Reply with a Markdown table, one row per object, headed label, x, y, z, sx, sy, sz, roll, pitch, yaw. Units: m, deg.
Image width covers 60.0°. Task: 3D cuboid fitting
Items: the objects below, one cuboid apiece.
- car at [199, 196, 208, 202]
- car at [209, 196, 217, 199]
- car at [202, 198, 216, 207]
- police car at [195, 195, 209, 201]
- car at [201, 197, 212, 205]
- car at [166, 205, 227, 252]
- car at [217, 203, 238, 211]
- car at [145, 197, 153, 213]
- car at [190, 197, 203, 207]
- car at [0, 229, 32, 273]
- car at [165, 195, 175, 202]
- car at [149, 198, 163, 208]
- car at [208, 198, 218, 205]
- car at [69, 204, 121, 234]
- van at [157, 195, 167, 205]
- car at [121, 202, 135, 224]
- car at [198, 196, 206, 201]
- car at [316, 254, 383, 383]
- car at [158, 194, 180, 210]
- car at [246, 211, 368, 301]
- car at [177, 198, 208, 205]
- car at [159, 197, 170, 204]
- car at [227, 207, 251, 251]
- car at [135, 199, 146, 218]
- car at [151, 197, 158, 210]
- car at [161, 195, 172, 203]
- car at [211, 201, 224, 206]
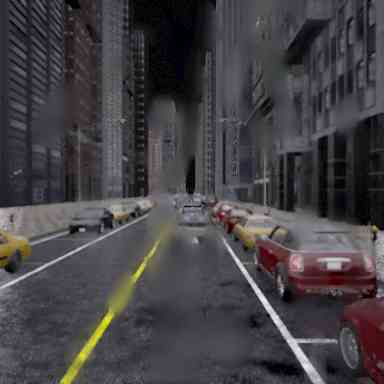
| label | x | y | z | sx | sy | sz | roll | pitch | yaw |
| --- | --- | --- | --- | --- | --- | --- | --- | --- | --- |
| car | 2.744 | 1.699 | 81.727 | 1.967 | 1.590 | 4.097 | 0 | 0 | 0 |
| car | 2.750 | 1.452 | 47.885 | 2.192 | 1.841 | 5.009 | 0 | 0 | 0 |
| car | 2.750 | 1.707 | 53.525 | 2.008 | 1.369 | 4.403 | 0 | 0 | 0 |
| police car | 0.878 | 1.553 | 44.903 | 1.930 | 1.638 | 5.238 | 0 | 0 | 0 |
| car | 2.748 | 1.746 | 64.806 | 2.008 | 1.369 | 4.403 | 0 | 0 | 0 |
| car | 0.081 | 1.527 | 14.021 | 2.128 | 1.511 | 4.902 | 0 | 0 | 0 |
| car | 2.757 | 1.597 | 19.682 | 1.887 | 1.381 | 4.507 | 0 | 0 | 0 |
| car | -5.772 | 1.627 | 36.424 | 1.752 | 1.417 | 4.829 | 0 | 0 | 0 |
| car | 0.768 | 1.639 | 54.765 | 1.882 | 1.535 | 5.008 | 0 | 0 | -2 |
| car | -5.766 | 1.547 | 8.221 | 1.752 | 1.417 | 4.829 | 0 | 0 | 0 |
| car | -5.783 | 1.596 | 87.361 | 2.192 | 1.841 | 5.009 | 0 | 0 | 0 |
| car | -5.775 | 1.681 | 53.346 | 1.752 | 1.417 | 4.829 | 0 | 0 | 0 |
| car | 2.754 | 1.611 | 31.133 | 1.752 | 1.417 | 4.829 | 0 | 0 | 0 |
| car | -5.768 | 1.618 | 19.672 | 1.947 | 1.339 | 4.313 | 0 | 0 | 0 |
| van | -5.778 | 1.536 | 64.798 | 1.690 | 1.788 | 3.998 | 0 | 0 | 0 |
| car | -5.769 | 1.593 | 25.143 | 1.752 | 1.417 | 4.829 | 0 | 0 | 0 |
| car | 2.742 | 1.869 | 93.008 | 1.947 | 1.339 | 4.313 | 0 | 0 | 0 |
| car | 2.760 | 1.589 | 2.760 | 1.802 | 1.307 | 4.206 | 0 | 0 | 0 |
| car | -3.095 | 1.480 | 45.481 | 2.097 | 1.767 | 4.553 | 0 | 0 | 0 |
| car | 2.759 | 1.462 | 8.401 | 1.967 | 1.590 | 4.097 | 0 | 0 | 0 |
| car | 0.080 | 1.572 | 29.662 | 2.128 | 1.511 | 4.902 | 0 | 0 | 0 |
| car | -5.779 | 1.767 | 70.438 | 2.008 | 1.369 | 4.403 | 0 | 0 | 0 |
| car | 2.758 | 1.563 | 14.212 | 1.752 | 1.417 | 4.829 | 0 | 0 | 0 |
| car | -5.771 | 1.651 | 30.953 | 1.947 | 1.339 | 4.313 | 0 | 0 | 0 |
| car | -5.773 | 1.644 | 42.065 | 1.752 | 1.417 | 4.829 | 0 | 0 | 0 |
| car | -5.781 | 1.552 | 76.080 | 2.192 | 1.841 | 5.009 | 0 | 0 | 0 |
| car | 2.756 | 1.613 | 25.323 | 1.887 | 1.381 | 4.507 | 0 | 0 | 0 |
